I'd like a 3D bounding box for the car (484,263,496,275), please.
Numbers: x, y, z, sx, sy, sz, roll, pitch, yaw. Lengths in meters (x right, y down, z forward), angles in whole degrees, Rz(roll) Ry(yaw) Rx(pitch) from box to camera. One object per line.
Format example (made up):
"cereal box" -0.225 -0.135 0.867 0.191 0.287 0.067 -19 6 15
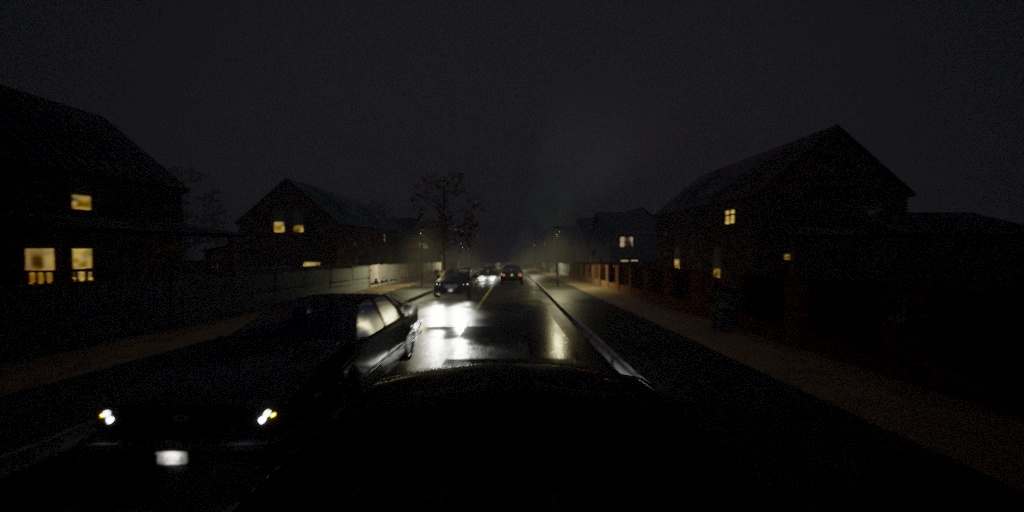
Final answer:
"car" -2.881 1.590 44.479 2.128 1.511 4.902 0 -1 -1

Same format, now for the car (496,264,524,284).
"car" 0.004 1.489 29.322 2.033 1.411 5.357 0 -1 0

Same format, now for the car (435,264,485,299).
"car" -2.840 1.346 19.065 2.128 1.511 4.902 0 -1 0

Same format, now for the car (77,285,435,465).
"car" -2.853 1.317 5.666 2.033 1.411 5.357 0 0 0
